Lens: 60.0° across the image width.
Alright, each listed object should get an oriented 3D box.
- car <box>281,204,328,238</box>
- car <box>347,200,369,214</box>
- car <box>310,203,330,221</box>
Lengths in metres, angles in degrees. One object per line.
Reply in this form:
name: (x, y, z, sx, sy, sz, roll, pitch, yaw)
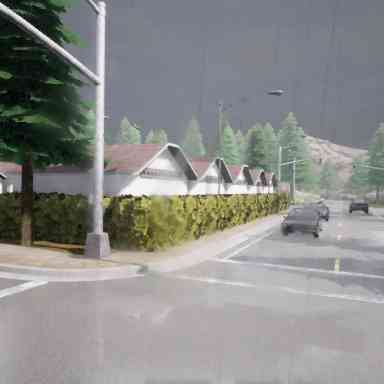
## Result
car: (6.376, 1.620, 18.925, 2.033, 1.411, 5.357, 1, 0, 24)
car: (19.148, 1.658, 38.308, 1.837, 1.490, 4.892, 1, 0, 23)
car: (10.485, 1.644, 27.951, 1.994, 1.385, 4.181, 1, 0, 25)
